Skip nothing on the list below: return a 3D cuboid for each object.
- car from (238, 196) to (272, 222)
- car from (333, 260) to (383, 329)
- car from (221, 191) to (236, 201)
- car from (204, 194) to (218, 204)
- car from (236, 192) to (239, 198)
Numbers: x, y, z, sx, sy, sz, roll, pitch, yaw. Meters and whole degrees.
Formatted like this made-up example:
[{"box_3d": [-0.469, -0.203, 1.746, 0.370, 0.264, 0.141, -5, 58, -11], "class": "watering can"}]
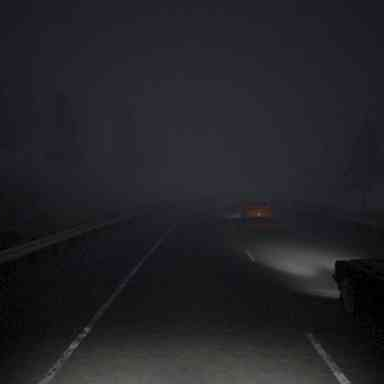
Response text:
[{"box_3d": [4.656, 1.306, 24.660, 1.882, 1.535, 5.008, 0, 0, 4], "class": "car"}, {"box_3d": [3.680, 1.571, 4.471, 1.895, 1.301, 4.718, 0, 0, 1], "class": "car"}, {"box_3d": [7.247, 0.778, 68.683, 2.097, 1.767, 4.553, 0, 0, 12], "class": "car"}, {"box_3d": [3.047, 1.110, 52.418, 1.882, 1.535, 5.008, 0, 0, 9], "class": "car"}, {"box_3d": [10.603, 0.624, 83.255, 2.097, 1.767, 4.553, 0, 0, 13], "class": "car"}]
